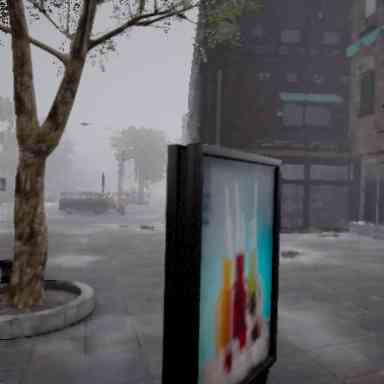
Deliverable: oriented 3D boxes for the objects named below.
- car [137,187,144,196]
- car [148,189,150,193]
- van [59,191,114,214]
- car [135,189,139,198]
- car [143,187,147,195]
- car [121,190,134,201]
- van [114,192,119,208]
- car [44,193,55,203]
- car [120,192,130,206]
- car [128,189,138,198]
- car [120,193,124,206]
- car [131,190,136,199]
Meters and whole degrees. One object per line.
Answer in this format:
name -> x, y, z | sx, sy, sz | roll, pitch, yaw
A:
car -> -13.205, 0.366, 69.538 | 4.553, 1.767, 2.185 | 2, 1, -25
car -> -14.658, -0.109, 87.466 | 5.566, 2.045, 2.435 | 2, 1, -24
van -> -9.864, 0.970, 30.708 | 4.442, 1.987, 1.878 | 2, 0, -25
car -> -12.764, 0.654, 63.547 | 4.674, 1.452, 2.002 | 2, 1, -25
car -> -13.946, 0.062, 78.479 | 5.566, 2.045, 2.435 | 2, 1, -25
car -> -11.712, 0.921, 48.518 | 5.366, 1.575, 1.946 | 2, 1, -25
van -> -10.134, 0.946, 33.697 | 4.442, 1.987, 1.878 | 2, 0, -25
car -> -20.639, 0.822, 46.229 | 1.994, 1.385, 4.181 | 1, 1, -4
car -> -10.617, 1.113, 39.695 | 5.366, 1.575, 1.946 | 2, 1, -25
car -> -12.031, 0.804, 54.577 | 4.892, 1.521, 2.231 | 2, 1, -25
car -> -10.509, 1.143, 36.625 | 5.008, 1.535, 2.097 | 2, 1, -25
car -> -11.961, 0.858, 51.508 | 5.366, 1.575, 1.946 | 2, 1, -25
